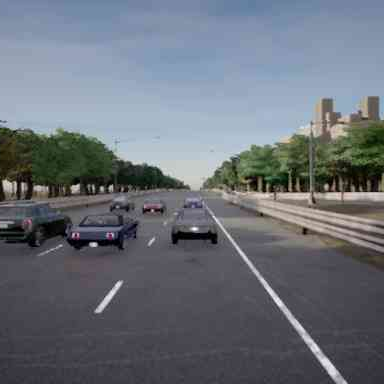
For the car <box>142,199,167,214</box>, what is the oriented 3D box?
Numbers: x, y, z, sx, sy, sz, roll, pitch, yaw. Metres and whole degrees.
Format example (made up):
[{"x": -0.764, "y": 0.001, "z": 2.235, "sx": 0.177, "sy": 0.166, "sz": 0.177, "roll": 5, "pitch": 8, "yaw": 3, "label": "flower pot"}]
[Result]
[{"x": -3.389, "y": 1.305, "z": 30.814, "sx": 1.895, "sy": 1.301, "sz": 4.718, "roll": 0, "pitch": 1, "yaw": 0, "label": "car"}]

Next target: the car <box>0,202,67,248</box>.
[{"x": -6.894, "y": 1.246, "z": 14.356, "sx": 2.097, "sy": 1.767, "sz": 4.553, "roll": 0, "pitch": 1, "yaw": 0, "label": "car"}]

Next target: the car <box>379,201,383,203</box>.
[{"x": 24.083, "y": 0.632, "z": 37.679, "sx": 1.801, "sy": 1.575, "sz": 5.366, "roll": 0, "pitch": 0, "yaw": -36, "label": "car"}]

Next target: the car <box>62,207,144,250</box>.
[{"x": -3.397, "y": 1.502, "z": 13.709, "sx": 1.895, "sy": 1.301, "sz": 4.718, "roll": 0, "pitch": 1, "yaw": 0, "label": "car"}]

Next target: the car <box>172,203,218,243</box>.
[{"x": 0.105, "y": 1.444, "z": 15.481, "sx": 1.994, "sy": 1.385, "sz": 4.181, "roll": 0, "pitch": 1, "yaw": 0, "label": "car"}]

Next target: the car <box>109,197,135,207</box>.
[{"x": -6.891, "y": 1.204, "z": 33.130, "sx": 1.812, "sy": 1.442, "sz": 4.674, "roll": 0, "pitch": 1, "yaw": 0, "label": "car"}]

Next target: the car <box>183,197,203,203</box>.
[{"x": 0.108, "y": 1.204, "z": 33.047, "sx": 1.812, "sy": 1.442, "sz": 4.674, "roll": 0, "pitch": 1, "yaw": 0, "label": "car"}]
